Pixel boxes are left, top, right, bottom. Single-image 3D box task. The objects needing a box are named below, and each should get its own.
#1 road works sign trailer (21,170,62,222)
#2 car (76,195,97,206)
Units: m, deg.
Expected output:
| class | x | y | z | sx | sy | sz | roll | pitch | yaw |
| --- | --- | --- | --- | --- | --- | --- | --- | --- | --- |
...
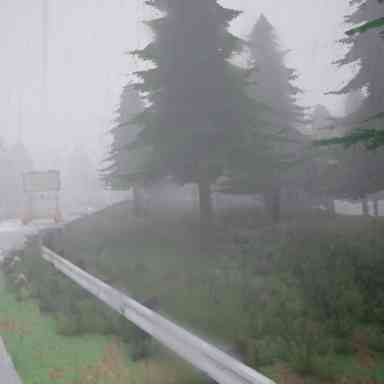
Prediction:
| class | x | y | z | sx | sy | sz | roll | pitch | yaw |
| --- | --- | --- | --- | --- | --- | --- | --- | --- | --- |
| road works sign trailer | -10.278 | 0.335 | 23.136 | 2.380 | 3.560 | 2.880 | -3 | 1 | -4 |
| car | -14.467 | 1.217 | 46.056 | 1.812 | 1.442 | 4.674 | -4 | 1 | 0 |
